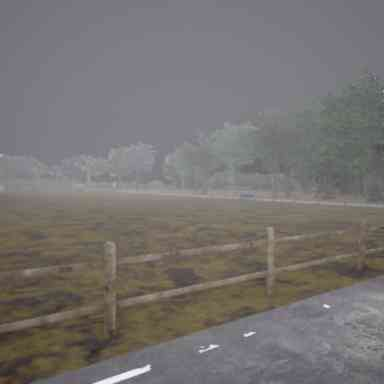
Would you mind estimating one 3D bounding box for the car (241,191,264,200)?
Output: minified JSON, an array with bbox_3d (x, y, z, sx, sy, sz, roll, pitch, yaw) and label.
[{"bbox_3d":[10.355,0.538,57.546,1.812,1.442,4.674,0,1,-35],"label":"car"}]
